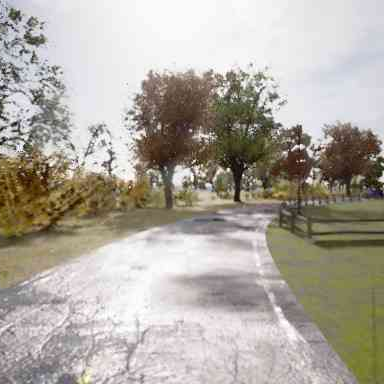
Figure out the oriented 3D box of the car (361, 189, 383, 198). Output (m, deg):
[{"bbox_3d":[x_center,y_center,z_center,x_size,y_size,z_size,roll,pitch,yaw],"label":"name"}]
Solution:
[{"bbox_3d":[39.563,0.381,72.965,5.566,2.045,2.150,-1,1,-31],"label":"car"}]
